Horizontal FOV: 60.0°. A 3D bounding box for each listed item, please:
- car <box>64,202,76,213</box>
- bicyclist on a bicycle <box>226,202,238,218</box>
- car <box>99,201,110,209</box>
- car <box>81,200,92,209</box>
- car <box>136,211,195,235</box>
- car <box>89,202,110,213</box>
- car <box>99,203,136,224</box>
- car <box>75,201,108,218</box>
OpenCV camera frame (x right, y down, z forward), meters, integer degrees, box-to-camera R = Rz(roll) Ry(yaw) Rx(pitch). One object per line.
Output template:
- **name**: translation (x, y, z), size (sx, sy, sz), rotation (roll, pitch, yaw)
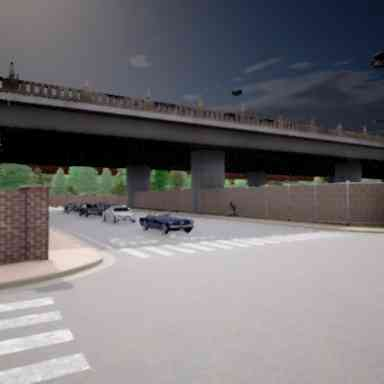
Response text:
- **car**: translation (-16.918, 2.222, 47.141), size (1.837, 1.490, 4.892), rotation (0, -1, -30)
- **bicyclist on a bicycle**: translation (4.030, 1.809, 33.474), size (1.656, 1.620, 0.582), rotation (0, -1, -31)
- **car**: translation (-16.359, 2.484, 62.226), size (1.994, 1.385, 4.181), rotation (0, -1, -14)
- **car**: translation (-20.041, 2.418, 63.411), size (1.882, 1.535, 5.008), rotation (0, -1, -15)
- **car**: translation (-1.722, 1.956, 21.740), size (1.895, 1.301, 4.718), rotation (0, -1, -31)
- **car**: translation (-13.662, 2.261, 48.788), size (1.812, 1.442, 4.674), rotation (0, -1, -30)
- **car**: translation (-6.523, 1.994, 29.708), size (1.812, 1.442, 4.674), rotation (0, -1, -31)
- **car**: translation (-11.594, 2.093, 38.141), size (1.837, 1.490, 4.892), rotation (0, -1, -31)
